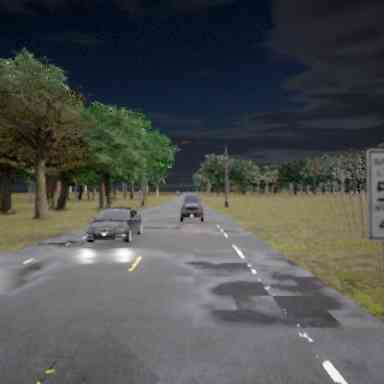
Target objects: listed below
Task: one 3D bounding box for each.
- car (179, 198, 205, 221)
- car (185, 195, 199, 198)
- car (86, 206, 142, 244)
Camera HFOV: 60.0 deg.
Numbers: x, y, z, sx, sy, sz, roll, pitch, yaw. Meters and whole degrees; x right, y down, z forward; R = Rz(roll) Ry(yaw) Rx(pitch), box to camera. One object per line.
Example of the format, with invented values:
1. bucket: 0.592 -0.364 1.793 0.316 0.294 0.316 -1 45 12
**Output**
1. car: 0.019 1.527 27.306 1.837 1.490 4.892 0 0 0
2. car: 0.029 1.439 44.343 2.150 2.045 5.566 0 0 1
3. car: -3.526 1.483 15.791 1.837 1.490 4.892 0 0 0
